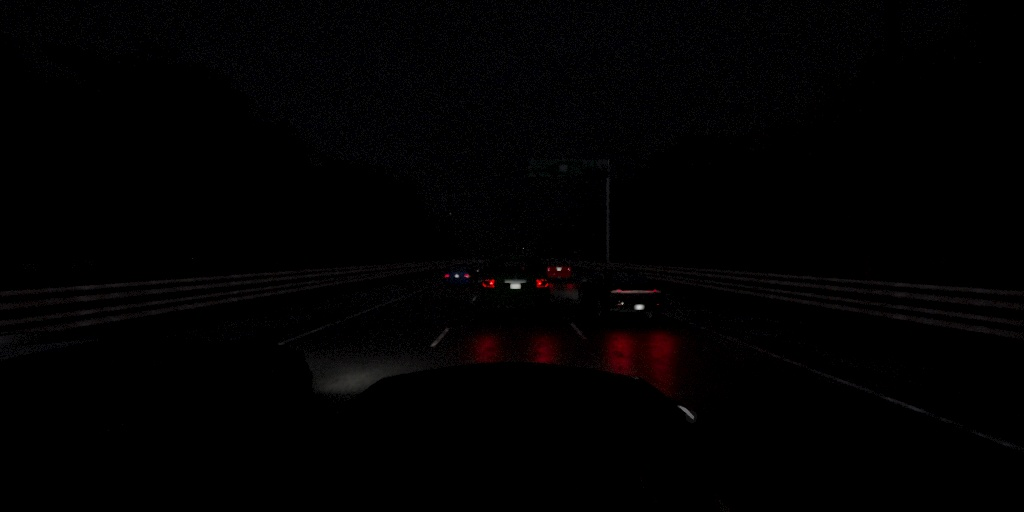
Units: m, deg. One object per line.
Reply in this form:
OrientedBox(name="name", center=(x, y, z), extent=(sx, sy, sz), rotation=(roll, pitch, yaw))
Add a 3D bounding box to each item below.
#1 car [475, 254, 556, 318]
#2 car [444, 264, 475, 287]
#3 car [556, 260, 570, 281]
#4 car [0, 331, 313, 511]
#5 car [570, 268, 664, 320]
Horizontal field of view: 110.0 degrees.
OrientedBox(name="car", center=(0.105, 0.958, 12.978), extent=(2.150, 2.045, 5.566), rotation=(0, 0, 0))
OrientedBox(name="car", center=(-3.392, 1.274, 24.591), extent=(2.033, 1.411, 5.357), rotation=(0, 0, 0))
OrientedBox(name="car", center=(3.610, 1.076, 29.639), extent=(2.097, 1.767, 4.553), rotation=(0, 0, 0))
OrientedBox(name="car", center=(-3.409, 1.275, 2.566), extent=(1.812, 1.442, 4.674), rotation=(0, 0, 0))
OrientedBox(name="car", center=(3.604, 1.228, 12.566), extent=(2.128, 1.511, 4.902), rotation=(0, 0, 0))
